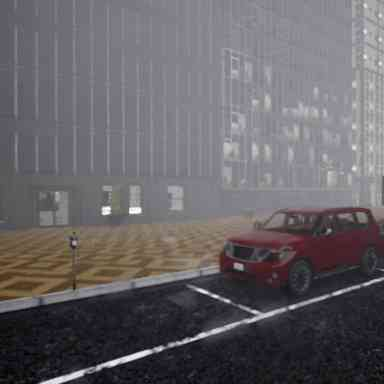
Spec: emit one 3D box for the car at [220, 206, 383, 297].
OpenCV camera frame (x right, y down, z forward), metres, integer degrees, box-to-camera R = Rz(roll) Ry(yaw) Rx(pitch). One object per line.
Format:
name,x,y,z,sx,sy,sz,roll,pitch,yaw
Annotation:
car,3.074,1.321,8.768,5.009,1.841,2.192,0,0,-36
